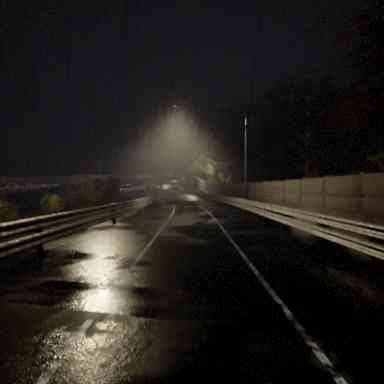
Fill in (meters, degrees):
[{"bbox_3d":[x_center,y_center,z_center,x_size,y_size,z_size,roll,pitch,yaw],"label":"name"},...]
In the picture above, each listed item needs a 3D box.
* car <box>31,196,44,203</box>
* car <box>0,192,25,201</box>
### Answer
[{"bbox_3d":[-31.325,1.559,68.823,1.994,1.385,4.181,1,4,15],"label":"car"},{"bbox_3d":[-38.100,1.073,70.552,2.150,2.045,5.566,1,4,15],"label":"car"}]
